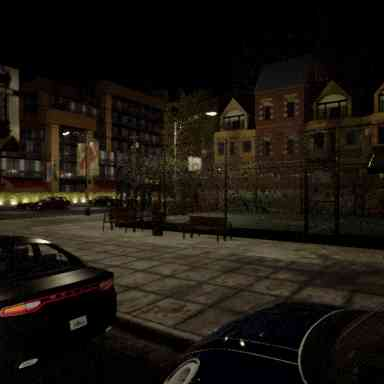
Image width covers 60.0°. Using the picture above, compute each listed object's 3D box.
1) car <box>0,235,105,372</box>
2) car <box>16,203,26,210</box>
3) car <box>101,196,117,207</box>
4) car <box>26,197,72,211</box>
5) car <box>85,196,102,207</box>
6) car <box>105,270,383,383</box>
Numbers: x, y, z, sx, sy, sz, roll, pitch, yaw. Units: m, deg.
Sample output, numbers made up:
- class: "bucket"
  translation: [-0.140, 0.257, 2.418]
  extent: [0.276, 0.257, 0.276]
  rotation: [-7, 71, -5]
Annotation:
- class: "car"
  translation: [-3.439, 1.480, 5.559]
  extent: [5.008, 1.535, 2.097]
  rotation: [0, 0, 35]
- class: "car"
  translation: [-19.555, 1.600, 42.076]
  extent: [1.895, 1.301, 4.718]
  rotation: [0, 0, 35]
- class: "car"
  translation: [-10.398, 1.492, 49.105]
  extent: [2.128, 1.511, 4.902]
  rotation: [0, 0, 35]
- class: "car"
  translation: [-16.839, 1.352, 39.845]
  extent: [2.097, 1.767, 4.553]
  rotation: [0, 0, 35]
- class: "car"
  translation: [-13.860, 1.351, 50.259]
  extent: [2.097, 1.767, 4.553]
  rotation: [0, 0, 35]
- class: "car"
  translation: [1.889, 1.354, 1.965]
  extent: [4.553, 1.767, 2.185]
  rotation: [0, 0, 35]
